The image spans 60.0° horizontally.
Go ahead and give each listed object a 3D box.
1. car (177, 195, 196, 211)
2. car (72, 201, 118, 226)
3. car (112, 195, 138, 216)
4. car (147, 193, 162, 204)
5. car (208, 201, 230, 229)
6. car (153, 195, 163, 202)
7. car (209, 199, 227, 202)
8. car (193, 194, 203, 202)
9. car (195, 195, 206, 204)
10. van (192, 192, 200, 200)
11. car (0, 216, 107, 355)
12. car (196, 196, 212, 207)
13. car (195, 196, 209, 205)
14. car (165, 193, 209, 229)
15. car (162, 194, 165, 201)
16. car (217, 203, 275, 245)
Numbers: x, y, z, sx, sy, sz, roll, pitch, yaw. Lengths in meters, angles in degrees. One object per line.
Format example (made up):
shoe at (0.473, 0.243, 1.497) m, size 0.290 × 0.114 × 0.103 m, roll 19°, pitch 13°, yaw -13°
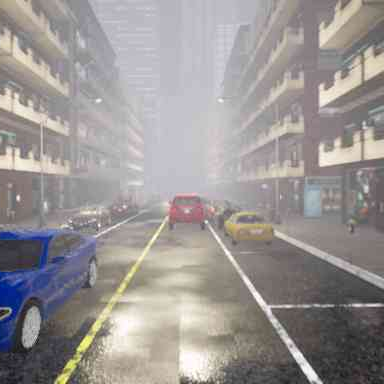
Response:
car at (-0.699, 1.211, 39.308) m, size 2.097 × 1.767 × 4.553 m, roll 0°, pitch 0°, yaw -1°
car at (-6.096, 1.517, 20.190) m, size 2.008 × 1.369 × 4.403 m, roll -1°, pitch 0°, yaw -1°
car at (-6.334, 1.242, 31.391) m, size 2.192 × 1.841 × 5.009 m, roll -1°, pitch 0°, yaw -1°
car at (-6.911, 1.381, 59.396) m, size 2.008 × 1.369 × 4.403 m, roll -1°, pitch 0°, yaw -1°
car at (2.283, 1.475, 20.336) m, size 1.947 × 1.339 × 4.313 m, roll -1°, pitch 0°, yaw -1°
car at (-7.143, 1.374, 70.598) m, size 1.802 × 1.307 × 4.206 m, roll -1°, pitch 0°, yaw -1°
car at (2.164, 1.329, 25.936) m, size 1.967 × 1.590 × 4.097 m, roll -1°, pitch 0°, yaw -1°
car at (1.232, 1.175, 70.743) m, size 1.967 × 1.590 × 4.097 m, roll -1°, pitch 0°, yaw -1°
car at (1.464, 1.297, 59.711) m, size 1.752 × 1.417 × 4.829 m, roll -1°, pitch 0°, yaw -1°
van at (0.997, 1.038, 81.944) m, size 1.690 × 1.788 × 3.998 m, roll -1°, pitch 0°, yaw -1°
car at (-3.211, 1.476, 6.282) m, size 1.882 × 1.535 × 5.008 m, roll 0°, pitch 0°, yaw -1°
car at (1.701, 1.377, 48.339) m, size 1.947 × 1.339 × 4.313 m, roll -1°, pitch 0°, yaw -1°
car at (1.584, 1.343, 53.941) m, size 2.008 × 1.369 × 4.403 m, roll -1°, pitch 0°, yaw -1°
car at (-0.326, 1.147, 21.112) m, size 2.150 × 2.045 × 5.566 m, roll 0°, pitch 0°, yaw -1°
car at (-7.033, 1.126, 64.996) m, size 2.192 × 1.841 × 5.009 m, roll -1°, pitch 0°, yaw -1°
car at (2.395, 1.453, 14.905) m, size 1.752 × 1.417 × 4.829 m, roll -1°, pitch 0°, yaw -1°
